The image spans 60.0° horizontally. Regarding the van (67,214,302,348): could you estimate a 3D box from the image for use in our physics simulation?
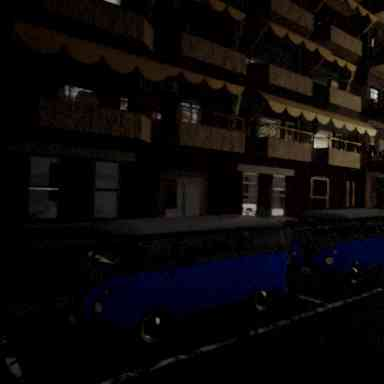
[{"bbox_3d":[-0.029,1.356,6.054,3.998,1.788,1.690,0,1,-36],"label":"van"}]

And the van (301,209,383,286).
[{"bbox_3d":[4.470,1.381,9.273,3.998,1.788,1.690,0,1,-36],"label":"van"}]
